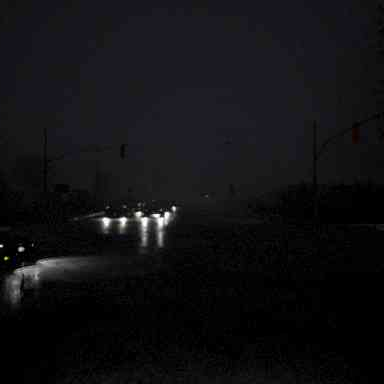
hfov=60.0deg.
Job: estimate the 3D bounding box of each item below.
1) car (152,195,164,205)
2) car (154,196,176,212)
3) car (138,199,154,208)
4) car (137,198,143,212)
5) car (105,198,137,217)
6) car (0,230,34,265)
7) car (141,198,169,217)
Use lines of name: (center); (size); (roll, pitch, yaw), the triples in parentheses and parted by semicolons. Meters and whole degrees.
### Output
car: (-7.012, 1.621, 68.689); (2.097, 1.767, 4.553); (0, 0, 0)
car: (-3.606, 1.658, 42.078); (2.128, 1.511, 4.902); (0, 0, 0)
car: (-7.089, 1.768, 51.683); (1.994, 1.385, 4.181); (0, 0, 0)
car: (-7.106, 1.518, 41.846); (2.097, 1.767, 4.553); (0, 0, 0)
car: (-7.105, 1.483, 32.918); (2.097, 1.767, 4.553); (0, 0, 0)
car: (-7.310, 1.608, 10.502); (4.181, 1.385, 1.994); (0, 0, 3)
car: (-3.599, 1.656, 32.925); (1.812, 1.442, 4.674); (0, 0, -1)
